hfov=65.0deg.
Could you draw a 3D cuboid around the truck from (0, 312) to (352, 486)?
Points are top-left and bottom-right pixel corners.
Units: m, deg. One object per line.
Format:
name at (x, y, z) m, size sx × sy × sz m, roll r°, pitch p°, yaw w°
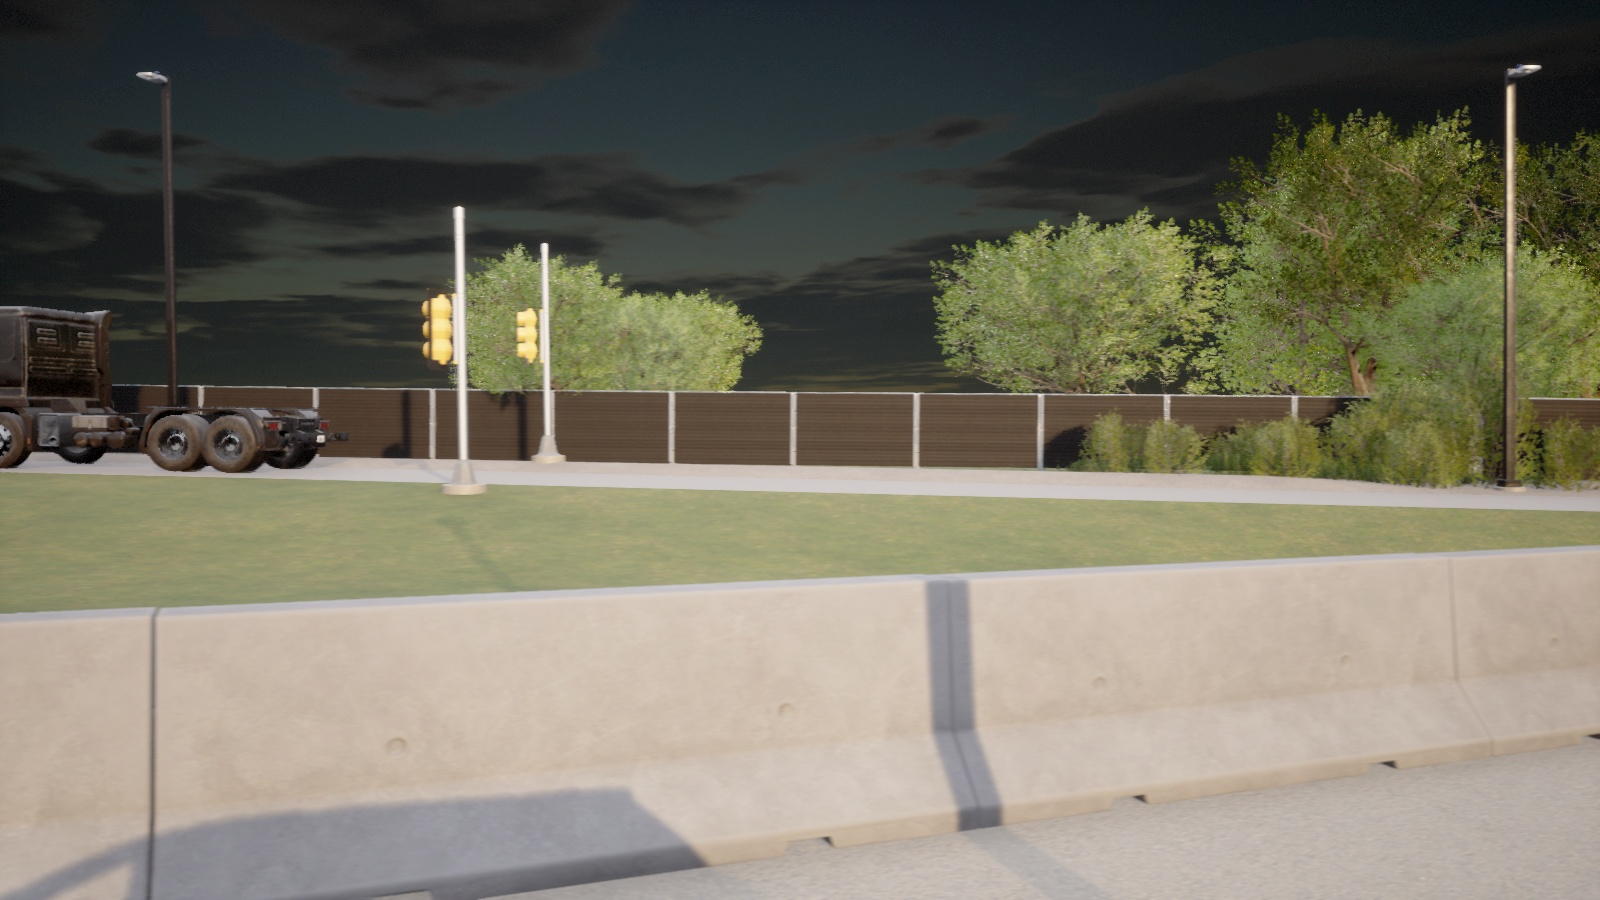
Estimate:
truck at (-14.067, -1.035, 26.840) m, size 7.936 × 3.462 × 2.891 m, roll 0°, pitch 2°, yaw 6°
